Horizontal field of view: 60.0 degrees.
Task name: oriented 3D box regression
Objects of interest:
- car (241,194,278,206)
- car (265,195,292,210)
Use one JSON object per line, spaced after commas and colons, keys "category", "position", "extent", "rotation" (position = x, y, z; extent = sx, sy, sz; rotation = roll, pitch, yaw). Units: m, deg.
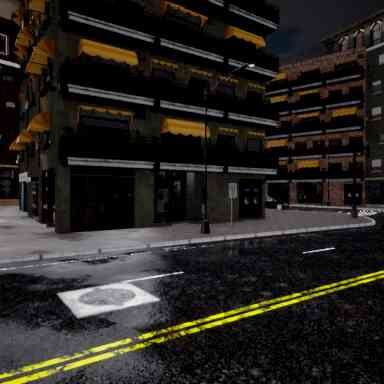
{"category": "car", "position": [9.108, 1.076, 44.867], "extent": [4.403, 1.369, 2.008], "rotation": [1, 0, 38]}
{"category": "car", "position": [8.232, 1.164, 34.886], "extent": [4.403, 1.369, 2.008], "rotation": [1, 0, 38]}
